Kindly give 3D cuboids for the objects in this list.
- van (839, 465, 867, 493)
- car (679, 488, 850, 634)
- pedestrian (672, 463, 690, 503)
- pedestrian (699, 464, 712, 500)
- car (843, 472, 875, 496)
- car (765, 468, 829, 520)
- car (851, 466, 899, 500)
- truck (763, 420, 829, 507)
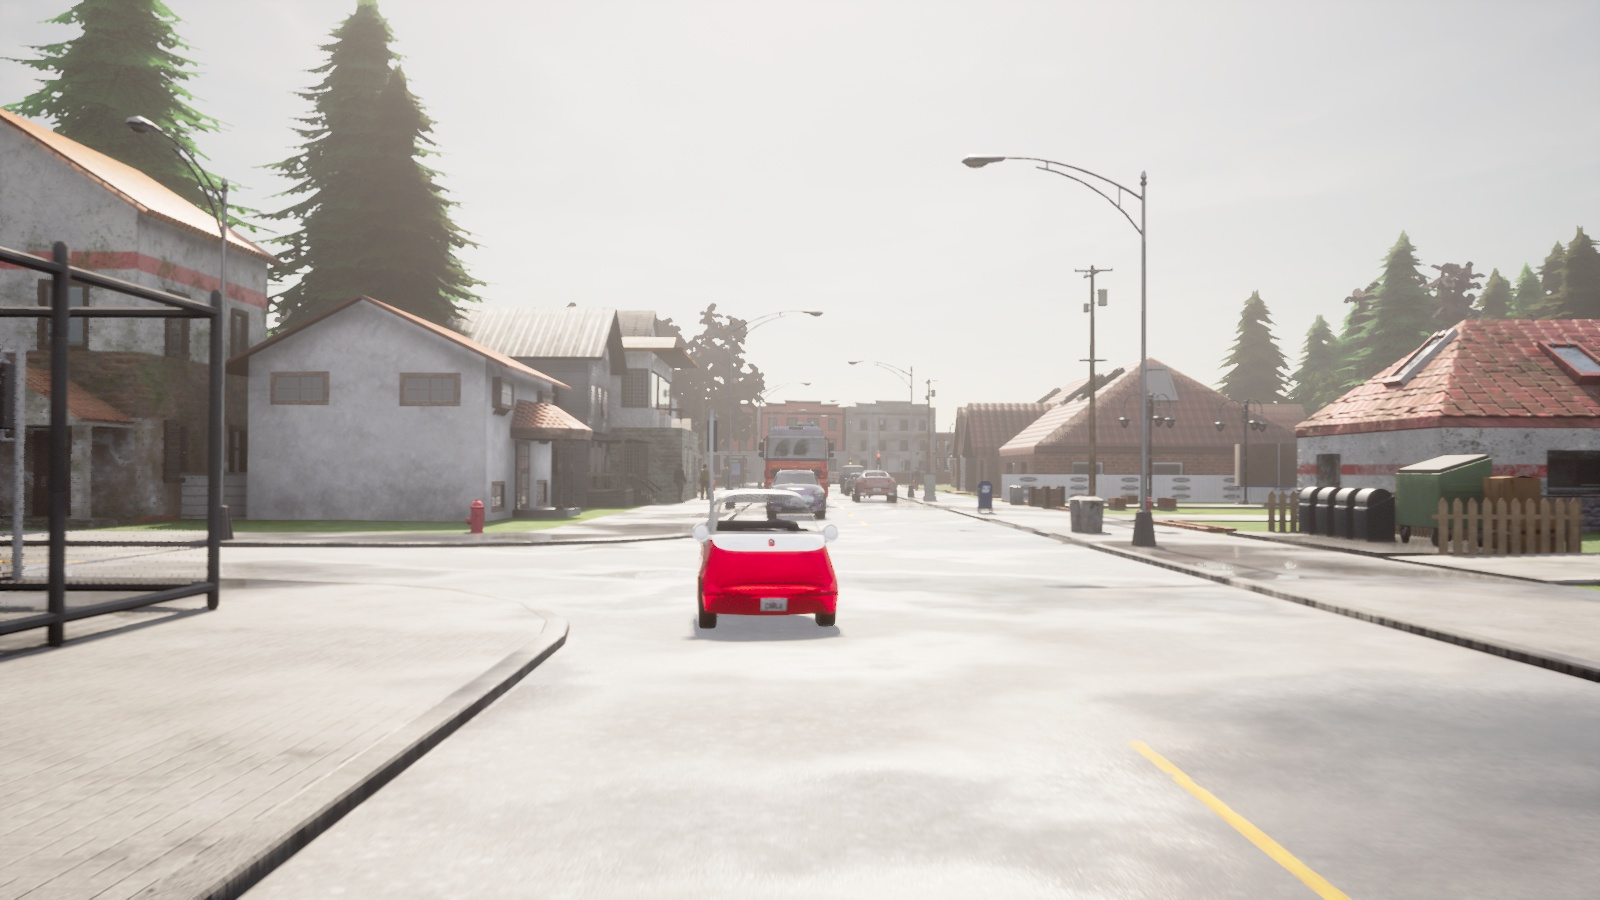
[{"bbox_3d":[3.728,2.044,89.091,1.775,1.987,4.442,0,-1,0],"label":"van"},{"bbox_3d":[-0.435,1.092,13.196,1.481,1.376,2.207,0,-1,-10],"label":"car"},{"bbox_3d":[-5.446,1.509,57.536,0.370,1.835,0.726,-1,-1,42],"label":"pedestrian"},{"bbox_3d":[-4.815,1.611,63.791,0.431,1.840,0.709,0,-1,-25],"label":"pedestrian"},{"bbox_3d":[3.766,2.161,80.485,1.816,1.474,4.193,0,-1,0],"label":"car"},{"bbox_3d":[-0.132,1.456,42.463,2.033,1.649,4.856,0,-1,-1],"label":"car"},{"bbox_3d":[3.812,1.658,64.531,2.152,1.651,5.027,0,-1,0],"label":"car"},{"bbox_3d":[-0.177,0.651,59.786,2.891,3.827,8.468,0,-1,0],"label":"truck"}]
